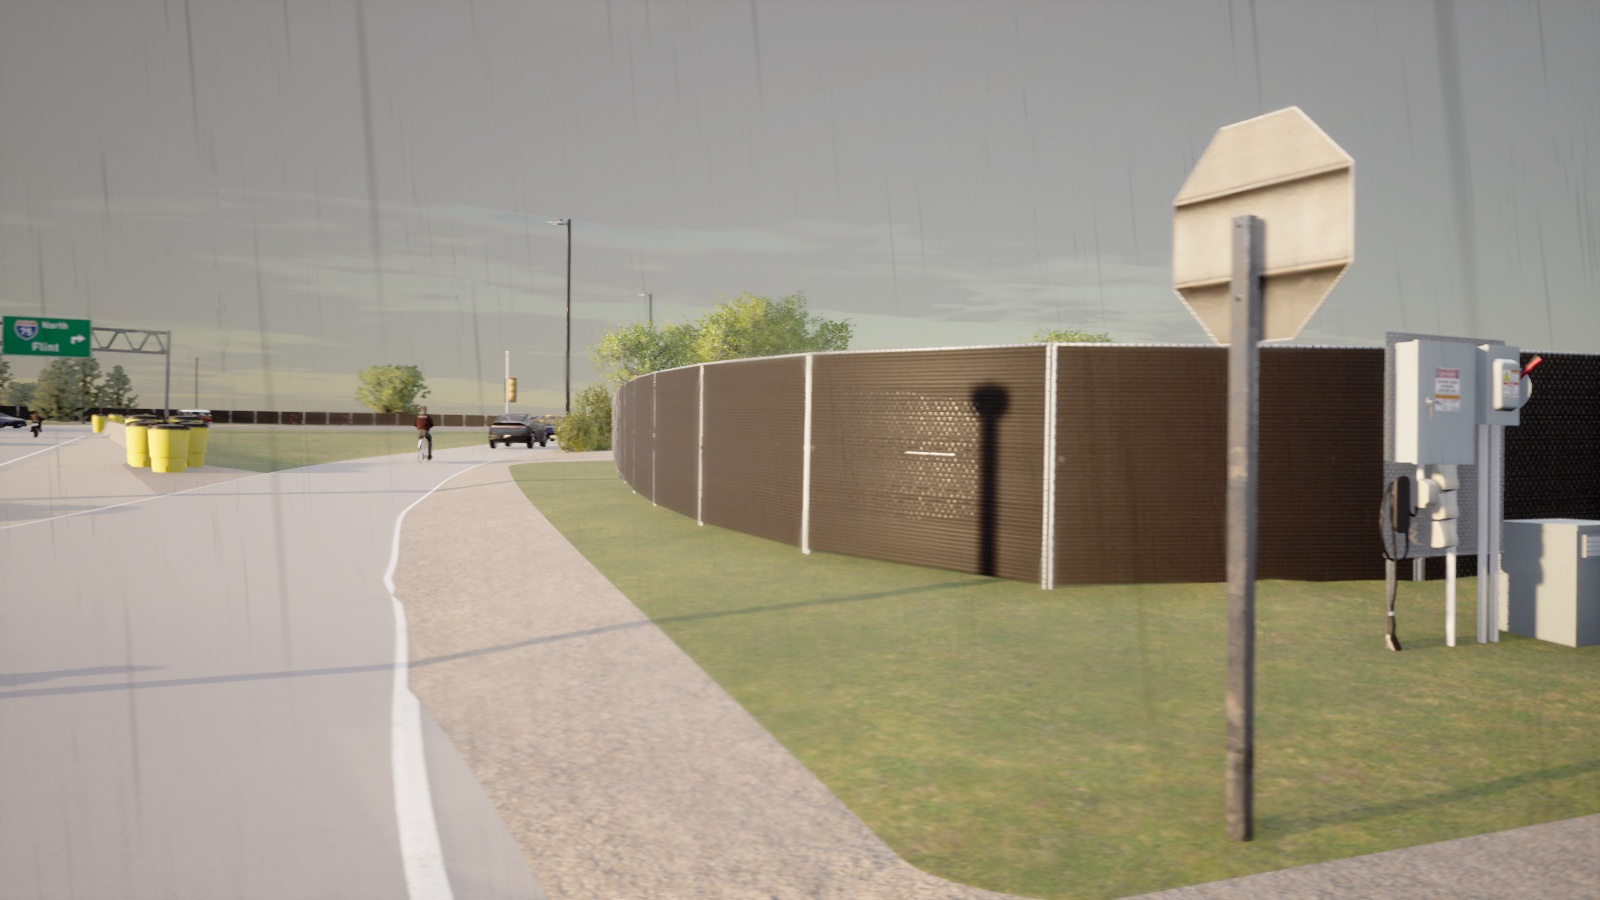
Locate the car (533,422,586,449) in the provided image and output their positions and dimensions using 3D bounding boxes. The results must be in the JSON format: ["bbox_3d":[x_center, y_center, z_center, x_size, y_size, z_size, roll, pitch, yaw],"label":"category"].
[{"bbox_3d":[-12.412,-0.761,65.070,1.895,1.301,4.718,-1,2,0],"label":"car"}]

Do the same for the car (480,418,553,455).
[{"bbox_3d":[-12.335,-0.609,54.911,2.128,1.511,4.902,-1,2,-1],"label":"car"}]

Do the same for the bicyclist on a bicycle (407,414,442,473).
[{"bbox_3d":[-11.566,-0.229,38.713,0.659,1.776,1.843,-1,2,-5],"label":"bicyclist on a bicycle"}]
